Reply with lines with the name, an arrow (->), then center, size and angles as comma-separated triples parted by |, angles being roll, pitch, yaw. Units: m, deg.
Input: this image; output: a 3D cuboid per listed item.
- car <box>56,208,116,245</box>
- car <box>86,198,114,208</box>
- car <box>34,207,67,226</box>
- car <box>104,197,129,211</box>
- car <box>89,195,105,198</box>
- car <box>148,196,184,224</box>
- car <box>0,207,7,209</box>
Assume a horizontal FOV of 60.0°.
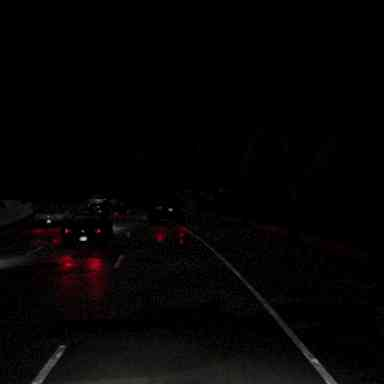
car -> -4.955, 1.691, 16.266 | 1.895, 1.301, 4.718 | 0, 0, -9
car -> -9.679, 1.680, 34.407 | 2.128, 1.511, 4.902 | 0, 0, -19
car -> -10.390, 1.744, 25.001 | 1.895, 1.301, 4.718 | 0, 0, -14
car -> -10.078, 1.597, 45.327 | 2.097, 1.767, 4.553 | 0, 0, -26
car -> -16.583, 1.536, 57.306 | 2.150, 2.045, 5.566 | 0, 0, -34
car -> -2.155, 1.359, 26.121 | 2.150, 2.045, 5.566 | 0, 0, -14
car -> -23.983, 1.793, 41.098 | 2.033, 1.411, 5.357 | 0, 0, -26
